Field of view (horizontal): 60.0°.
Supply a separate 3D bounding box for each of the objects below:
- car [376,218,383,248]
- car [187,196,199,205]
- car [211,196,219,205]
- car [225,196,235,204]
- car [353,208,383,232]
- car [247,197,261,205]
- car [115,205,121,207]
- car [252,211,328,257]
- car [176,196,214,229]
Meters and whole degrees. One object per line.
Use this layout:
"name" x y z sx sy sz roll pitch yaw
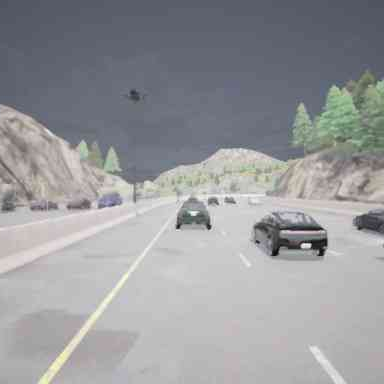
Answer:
"car" 7.082 1.601 8.596 1.895 1.301 4.718 0 0 0
"car" 0.213 1.502 58.993 1.837 1.490 4.892 0 0 2
"car" 3.722 1.502 58.929 1.837 1.490 4.892 0 0 2
"car" 7.238 1.543 63.849 2.033 1.411 5.357 0 0 3
"car" 10.594 1.564 18.182 1.994 1.385 4.181 0 0 0
"car" 10.709 1.523 57.857 1.812 1.442 4.674 0 0 2
"car" -10.563 1.215 43.779 2.150 2.045 5.566 0 0 1
"car" 3.596 1.491 12.915 2.128 1.511 4.902 0 0 0
"car" 0.095 1.350 21.941 2.097 1.767 4.553 0 0 0
